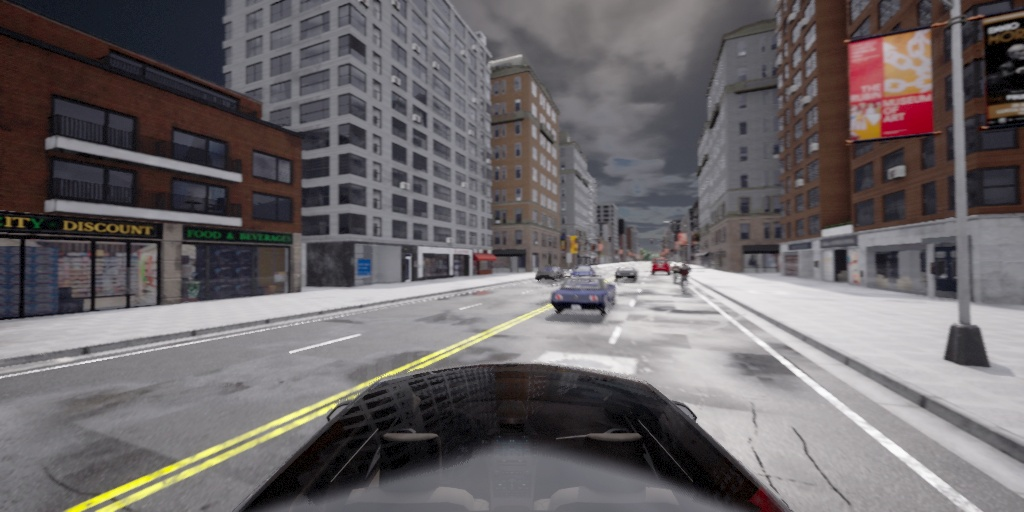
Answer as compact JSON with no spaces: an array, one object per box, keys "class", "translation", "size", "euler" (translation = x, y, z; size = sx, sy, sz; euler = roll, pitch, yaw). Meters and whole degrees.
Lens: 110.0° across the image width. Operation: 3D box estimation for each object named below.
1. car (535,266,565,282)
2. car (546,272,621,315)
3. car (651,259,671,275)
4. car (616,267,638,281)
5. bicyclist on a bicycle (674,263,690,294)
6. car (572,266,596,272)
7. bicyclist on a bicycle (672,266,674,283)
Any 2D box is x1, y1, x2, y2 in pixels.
[{"class":"car","translation":[3.771,1.687,34.281],"size":[2.033,1.411,5.357],"euler":[-1,-1,22]},{"class":"car","translation":[3.032,1.486,14.341],"size":[1.895,1.301,4.718],"euler":[-1,-1,22]},{"class":"car","translation":[19.372,1.377,46.656],"size":[2.150,2.045,5.566],"euler":[-1,-1,24]},{"class":"car","translation":[11.004,1.672,34.328],"size":[1.895,1.301,4.718],"euler":[-1,-1,22]},{"class":"bicyclist on a bicycle","translation":[9.825,1.272,20.471],"size":[0.659,1.776,1.843],"euler":[-1,-1,22]},{"class":"car","translation":[6.444,1.613,32.210],"size":[1.812,1.442,4.674],"euler":[-1,-1,22]},{"class":"bicyclist on a bicycle","translation":[13.332,1.436,29.258],"size":[0.582,1.620,1.656],"euler":[-1,-1,22]}]
